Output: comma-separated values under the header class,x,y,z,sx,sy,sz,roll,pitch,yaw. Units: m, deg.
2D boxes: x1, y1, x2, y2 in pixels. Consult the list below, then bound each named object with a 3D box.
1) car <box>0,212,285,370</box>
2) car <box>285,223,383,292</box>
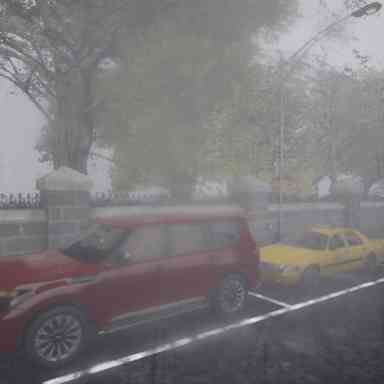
class,x,y,z,sx,sy,sz,roll,pitch,yaw
car,-0.917,1.325,5.903,5.009,1.841,2.192,0,0,-36
car,3.448,1.556,9.026,4.829,1.417,1.752,0,0,-36
